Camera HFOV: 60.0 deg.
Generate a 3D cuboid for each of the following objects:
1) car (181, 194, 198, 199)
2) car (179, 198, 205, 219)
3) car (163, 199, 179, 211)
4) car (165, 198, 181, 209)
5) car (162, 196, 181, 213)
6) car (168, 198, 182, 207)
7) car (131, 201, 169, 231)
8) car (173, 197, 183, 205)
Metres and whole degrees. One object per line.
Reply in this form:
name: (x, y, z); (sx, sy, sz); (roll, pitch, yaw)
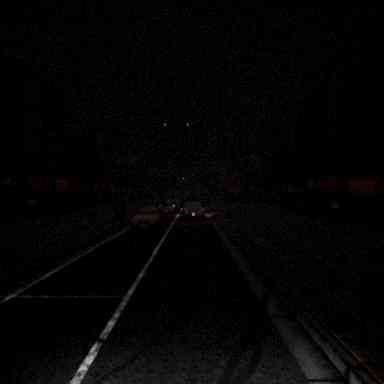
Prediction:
car: (0.102, 1.401, 40.910); (2.097, 1.767, 4.553); (0, 0, 0)
car: (0.113, 1.532, 28.539); (1.812, 1.442, 4.674); (0, 0, 0)
car: (-2.639, 1.639, 42.373); (1.802, 1.307, 4.206); (-1, 0, 0)
car: (-2.640, 1.634, 47.825); (2.008, 1.369, 4.403); (-2, 0, 0)
car: (-2.647, 1.474, 36.931); (1.967, 1.590, 4.097); (-2, 0, 0)
car: (-2.639, 1.662, 53.274); (2.008, 1.369, 4.403); (-2, 0, 0)
car: (-2.649, 1.517, 20.419); (1.752, 1.417, 4.829); (-1, 0, 0)
car: (-2.634, 1.757, 64.168); (1.802, 1.307, 4.206); (-2, 0, 0)
